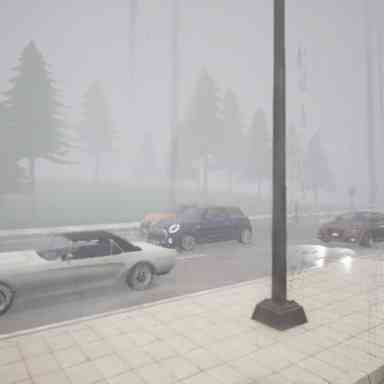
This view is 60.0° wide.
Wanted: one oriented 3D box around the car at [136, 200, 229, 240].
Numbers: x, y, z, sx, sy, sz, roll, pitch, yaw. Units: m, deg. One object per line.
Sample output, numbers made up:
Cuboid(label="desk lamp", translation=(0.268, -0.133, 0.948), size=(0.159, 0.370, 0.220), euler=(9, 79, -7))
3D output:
Cuboid(label="car", translation=(-0.457, 1.362, 17.661), size=(4.553, 1.767, 2.097), euler=(0, 0, -35))

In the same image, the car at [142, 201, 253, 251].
Cuboid(label="car", translation=(0.422, 1.344, 14.079), size=(4.553, 1.767, 2.097), euler=(0, 0, -35))

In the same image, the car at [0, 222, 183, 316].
Cuboid(label="car", translation=(-2.761, 1.597, 7.487), size=(4.718, 1.301, 1.895), euler=(0, 0, -35))

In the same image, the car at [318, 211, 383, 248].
Cuboid(label="car", translation=(7.519, 1.557, 14.812), size=(4.181, 1.385, 1.994), euler=(0, 0, -35))
